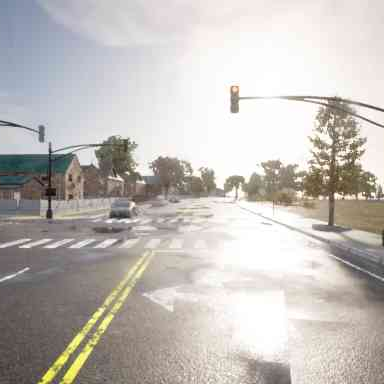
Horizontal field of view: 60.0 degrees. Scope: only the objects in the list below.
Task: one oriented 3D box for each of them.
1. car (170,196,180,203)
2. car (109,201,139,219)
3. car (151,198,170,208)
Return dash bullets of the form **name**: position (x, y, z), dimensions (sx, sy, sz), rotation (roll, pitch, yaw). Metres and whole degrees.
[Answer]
- **car**: position (-3.718, 1.662, 71.170), dimensions (2.128, 1.511, 4.902), rotation (0, 0, 4)
- **car**: position (-6.003, 1.597, 29.652), dimensions (1.837, 1.490, 4.892), rotation (0, 0, 2)
- **car**: position (-5.067, 1.682, 51.029), dimensions (1.895, 1.301, 4.718), rotation (0, 0, 3)
